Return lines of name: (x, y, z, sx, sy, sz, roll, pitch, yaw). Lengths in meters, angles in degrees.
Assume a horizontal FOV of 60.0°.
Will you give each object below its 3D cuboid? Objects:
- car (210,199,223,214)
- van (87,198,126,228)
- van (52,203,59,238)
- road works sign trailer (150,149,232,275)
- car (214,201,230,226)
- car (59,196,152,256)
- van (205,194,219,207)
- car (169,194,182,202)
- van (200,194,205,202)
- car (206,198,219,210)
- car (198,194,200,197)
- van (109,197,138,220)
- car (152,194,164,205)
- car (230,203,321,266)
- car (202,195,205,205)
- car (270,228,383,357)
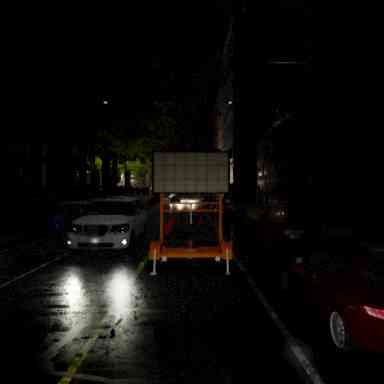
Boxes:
car: (2.773, 1.558, 28.469, 1.802, 1.307, 4.206, 0, 0, 0)
van: (-5.736, 1.324, 22.758, 1.690, 1.788, 3.998, 0, 0, 0)
van: (-5.719, 1.330, 17.100, 1.690, 1.788, 3.998, 0, 0, 0)
road works sign trailer: (-0.029, 0.459, 10.432, 2.380, 3.560, 2.880, 0, 0, 0)
car: (2.790, 1.528, 22.809, 1.887, 1.381, 4.507, 0, 0, 0)
car: (-3.137, 1.214, 13.492, 2.150, 2.045, 5.566, 0, 0, 0)
van: (2.738, 1.300, 39.790, 1.690, 1.788, 3.998, 0, 0, 0)
car: (-3.219, 1.434, 64.048, 1.812, 1.442, 4.674, 0, 0, 0)
van: (2.688, 1.267, 56.771, 1.690, 1.788, 3.998, 0, 0, 0)
car: (2.756, 1.550, 34.130, 1.802, 1.307, 4.206, 0, 0, 0)
car: (2.672, 1.479, 62.432, 1.947, 1.339, 4.313, 0, 0, 0)
van: (-5.753, 1.317, 28.416, 1.690, 1.788, 3.998, 0, 0, 0)
car: (-5.836, 1.241, 56.705, 2.192, 1.841, 5.009, 0, 0, 0)
car: (2.822, 1.309, 11.487, 2.192, 1.841, 5.009, 0, 0, 0)
car: (2.722, 1.493, 45.450, 1.887, 1.381, 4.507, 0, 0, 0)
car: (2.840, 1.579, 5.827, 1.802, 1.307, 4.206, 0, 0, 0)
